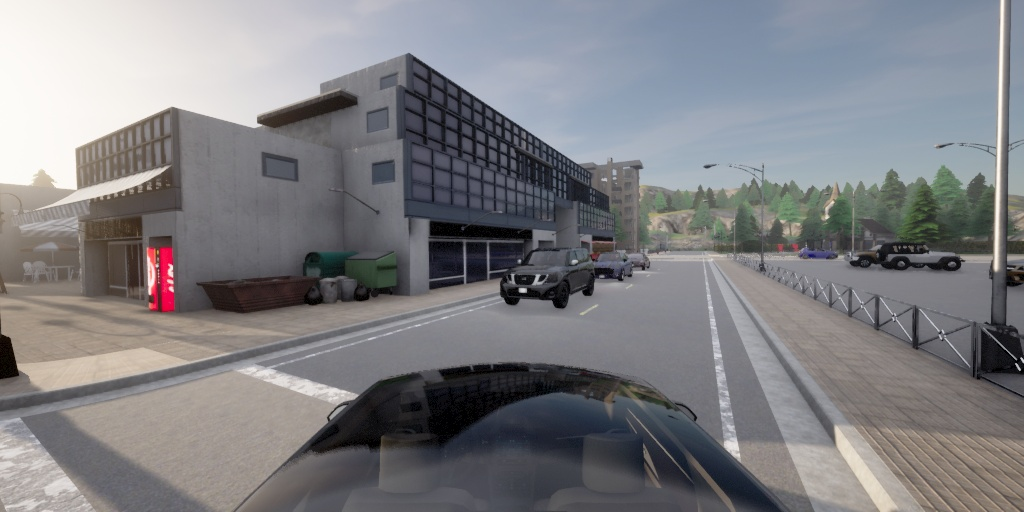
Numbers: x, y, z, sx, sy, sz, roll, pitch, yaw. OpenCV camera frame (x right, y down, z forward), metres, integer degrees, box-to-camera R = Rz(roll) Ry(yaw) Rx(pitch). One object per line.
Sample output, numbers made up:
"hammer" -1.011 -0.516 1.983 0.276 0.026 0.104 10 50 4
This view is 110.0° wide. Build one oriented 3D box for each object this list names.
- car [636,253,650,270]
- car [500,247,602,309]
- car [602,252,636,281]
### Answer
"car" 11.019 0.438 31.709 1.812 1.442 4.674 0 2 28
"car" 1.633 0.683 13.971 2.150 2.045 5.566 0 1 28
"car" 6.231 0.544 22.666 2.097 1.767 4.553 0 2 28
